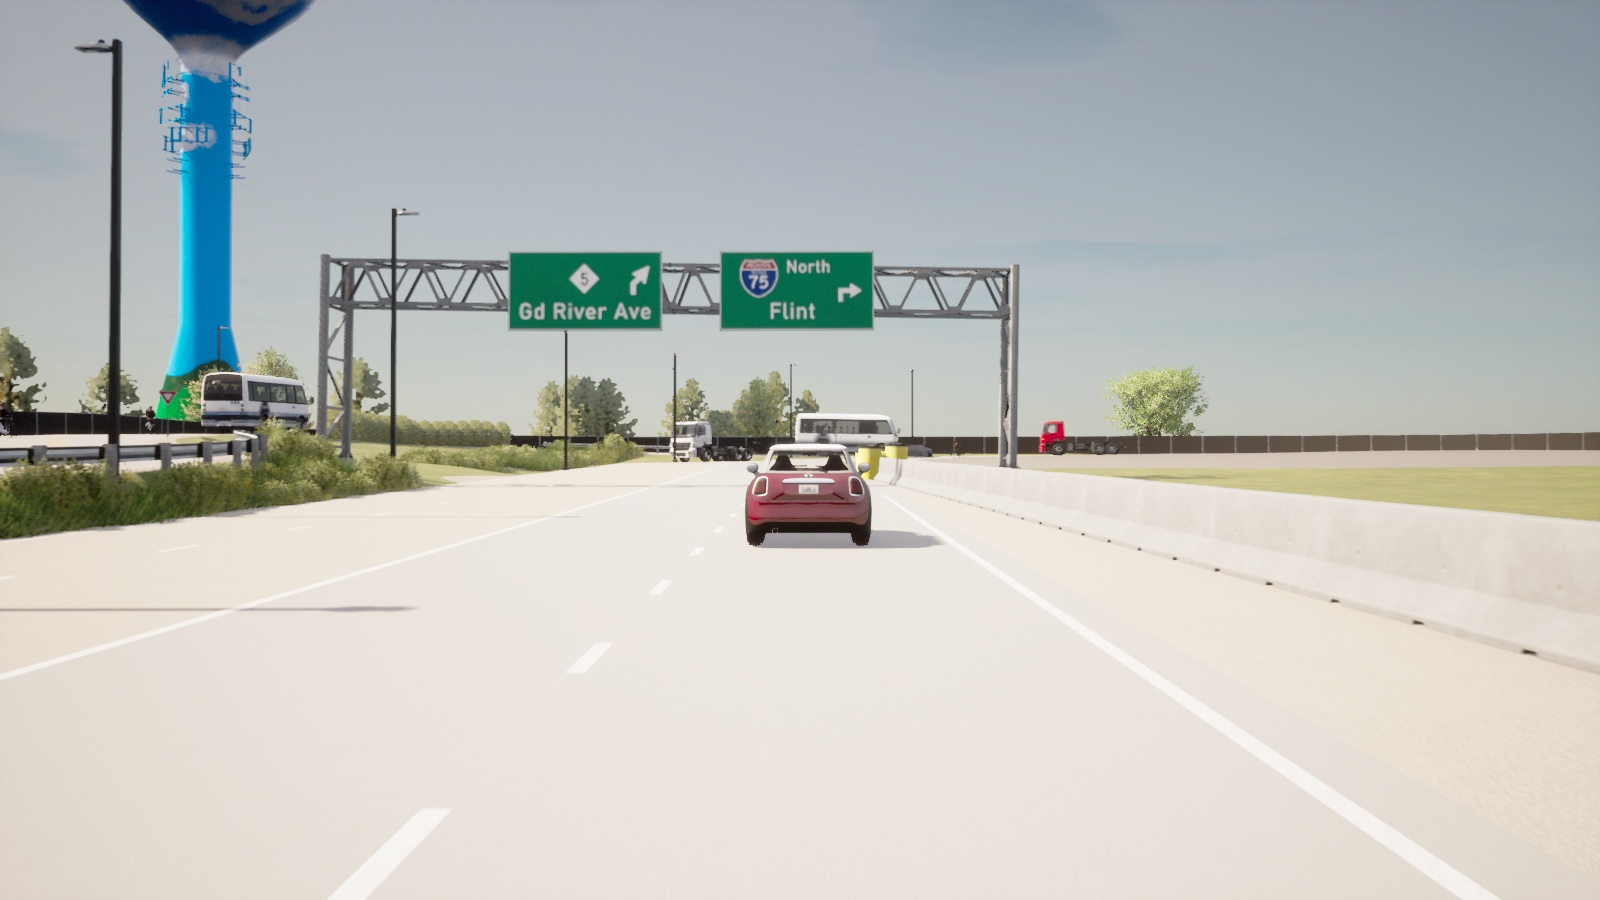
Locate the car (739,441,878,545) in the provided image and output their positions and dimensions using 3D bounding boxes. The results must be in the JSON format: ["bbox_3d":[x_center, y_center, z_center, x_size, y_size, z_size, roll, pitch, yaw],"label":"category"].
[{"bbox_3d":[0.129,0.599,19.776,1.970,1.475,3.806,0,0,0],"label":"car"}]
